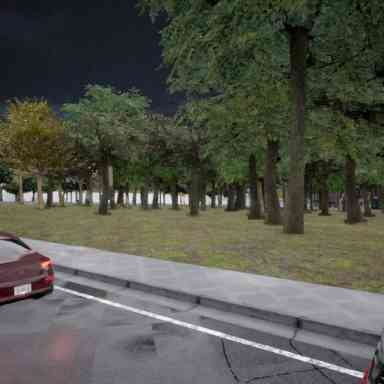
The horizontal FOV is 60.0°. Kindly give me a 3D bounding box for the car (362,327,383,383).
[{"bbox_3d":[3.643,1.222,1.086,5.566,2.045,2.150,0,0,35],"label":"car"}]

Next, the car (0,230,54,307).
[{"bbox_3d":[-4.807,1.524,7.101,4.674,1.442,1.812,0,0,35],"label":"car"}]
